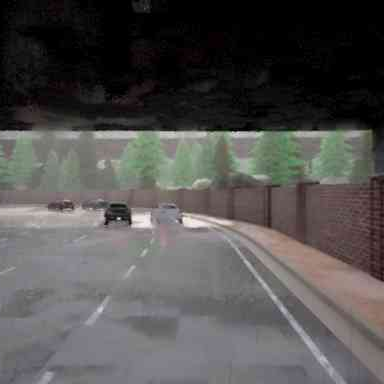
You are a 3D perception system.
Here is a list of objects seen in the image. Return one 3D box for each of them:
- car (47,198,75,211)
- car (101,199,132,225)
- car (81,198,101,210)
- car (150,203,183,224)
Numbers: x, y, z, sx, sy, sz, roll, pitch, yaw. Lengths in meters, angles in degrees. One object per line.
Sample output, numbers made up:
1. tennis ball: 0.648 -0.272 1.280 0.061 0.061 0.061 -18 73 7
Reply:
1. car: -15.991 1.504 40.603 4.674 1.442 1.812 0 0 43
2. car: -5.500 1.494 24.354 1.837 1.490 4.892 1 0 -16
3. car: -12.253 1.503 41.812 1.812 1.442 4.674 0 0 -44
4. car: -1.916 1.513 24.436 1.812 1.442 4.674 0 0 -15
